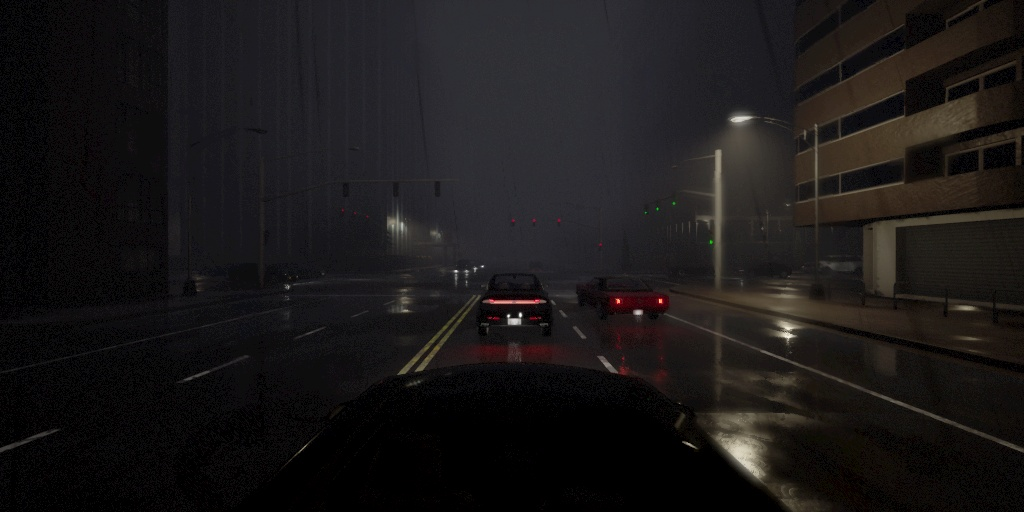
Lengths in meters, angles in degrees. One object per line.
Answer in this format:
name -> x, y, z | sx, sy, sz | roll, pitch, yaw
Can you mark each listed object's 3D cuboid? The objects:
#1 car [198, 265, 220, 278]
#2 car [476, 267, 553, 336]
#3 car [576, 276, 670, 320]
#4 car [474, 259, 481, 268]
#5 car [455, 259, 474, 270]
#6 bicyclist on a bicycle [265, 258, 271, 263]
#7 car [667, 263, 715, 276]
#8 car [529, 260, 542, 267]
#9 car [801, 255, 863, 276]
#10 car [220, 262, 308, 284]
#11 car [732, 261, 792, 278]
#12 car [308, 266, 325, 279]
car -> -26.244, 1.297, 33.767 | 5.357, 1.411, 2.033 | 0, 0, 1
car -> 0.075, 1.241, 10.368 | 2.128, 1.511, 4.902 | 0, 0, 0
car -> 3.591, 1.351, 12.659 | 1.895, 1.301, 4.718 | 0, 0, -2
car -> -7.012, 1.276, 62.758 | 1.812, 1.442, 4.674 | 0, 0, 0
car -> -7.043, 1.255, 52.213 | 1.837, 1.490, 4.892 | 0, 0, 0
bicyclist on a bicycle -> -28.736, 1.050, 42.057 | 0.582, 1.620, 1.656 | 0, 0, 1
car -> 18.549, 1.351, 36.776 | 4.718, 1.301, 1.895 | 0, 0, 1
car -> 3.650, 1.350, 56.576 | 1.895, 1.301, 4.718 | 0, 0, 0
car -> 32.902, 0.966, 36.595 | 5.566, 2.045, 2.150 | -1, 0, 1
car -> -18.028, 1.255, 26.218 | 4.892, 1.490, 1.837 | 0, 0, 4
car -> 23.103, 1.255, 33.204 | 4.892, 1.490, 1.837 | 0, 0, 1
car -> -18.364, 1.241, 30.102 | 4.902, 1.511, 2.128 | 0, 0, -1
